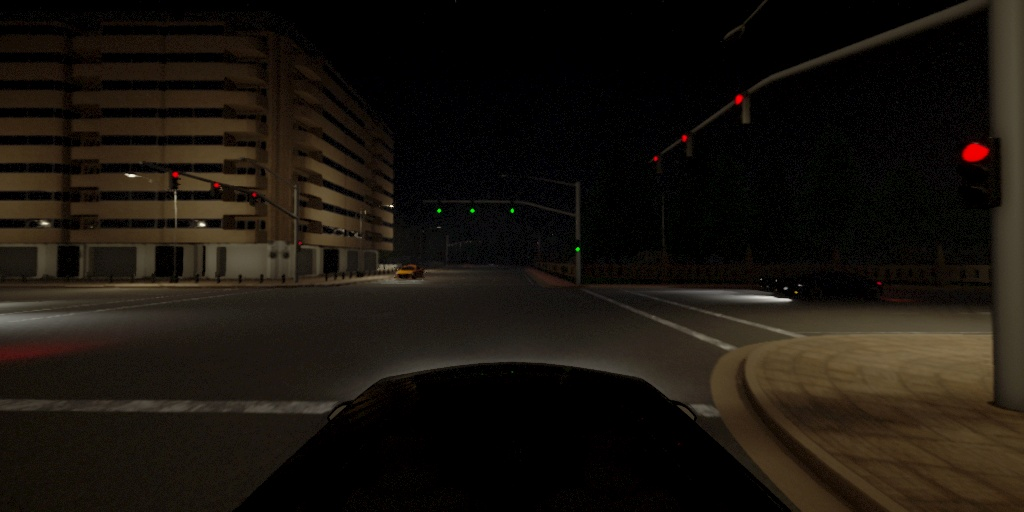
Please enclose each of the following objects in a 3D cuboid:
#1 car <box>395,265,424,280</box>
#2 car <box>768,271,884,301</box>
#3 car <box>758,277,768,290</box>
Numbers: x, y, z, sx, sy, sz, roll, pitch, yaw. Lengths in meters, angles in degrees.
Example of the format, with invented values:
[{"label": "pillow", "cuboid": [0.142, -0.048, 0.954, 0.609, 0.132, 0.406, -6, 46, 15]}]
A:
[{"label": "car", "cuboid": [-10.505, 1.691, 37.065, 1.882, 1.535, 5.008, 0, 0, 0]}, {"label": "car", "cuboid": [15.852, 1.451, 18.068, 4.181, 1.385, 1.994, 0, -1, 4]}, {"label": "car", "cuboid": [17.644, 1.529, 21.518, 4.718, 1.301, 1.895, 0, -1, 4]}]
